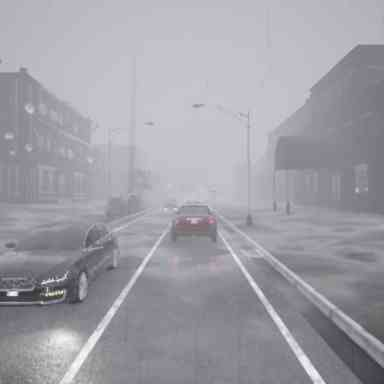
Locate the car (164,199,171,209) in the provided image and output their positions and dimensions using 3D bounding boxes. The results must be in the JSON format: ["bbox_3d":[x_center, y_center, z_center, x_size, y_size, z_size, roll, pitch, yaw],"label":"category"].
[{"bbox_3d":[-3.075,1.685,48.680,2.033,1.411,5.357,0,0,0],"label":"car"}]

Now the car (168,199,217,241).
[{"bbox_3d":[0.099,1.359,16.922,2.097,1.767,4.553,0,0,0],"label":"car"}]

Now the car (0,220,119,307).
[{"bbox_3d":[-3.100,1.505,8.185,1.837,1.490,4.892,0,0,0],"label":"car"}]

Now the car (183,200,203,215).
[{"bbox_3d":[0.097,1.614,35.475,2.033,1.411,5.357,0,0,0],"label":"car"}]
